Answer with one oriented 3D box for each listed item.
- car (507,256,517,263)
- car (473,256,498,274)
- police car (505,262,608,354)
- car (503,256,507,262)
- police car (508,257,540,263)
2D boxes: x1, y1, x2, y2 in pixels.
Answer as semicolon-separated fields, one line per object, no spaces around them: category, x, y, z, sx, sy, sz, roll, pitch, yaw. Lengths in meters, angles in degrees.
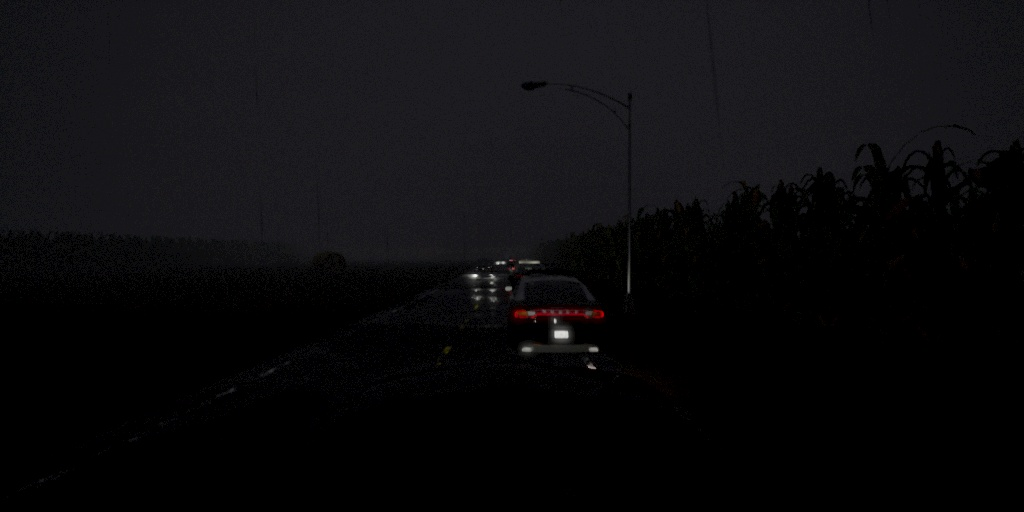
car;0.914;0.907;24.575;2.097;1.767;4.553;0;1;0
car;-2.711;0.955;36.033;1.837;1.490;4.892;0;1;0
police car;0.854;1.119;8.717;1.930;1.638;5.238;0;0;0
car;0.249;0.794;51.227;2.128;1.511;4.902;0;1;1
police car;0.892;1.033;18.716;1.930;1.638;5.238;0;1;0
